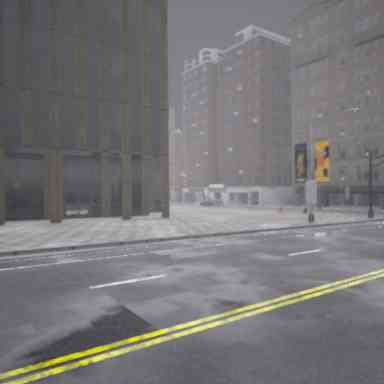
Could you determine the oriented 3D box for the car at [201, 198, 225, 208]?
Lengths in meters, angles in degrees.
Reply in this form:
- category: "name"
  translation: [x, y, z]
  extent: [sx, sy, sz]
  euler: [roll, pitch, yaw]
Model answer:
- category: "car"
  translation: [3.429, 1.839, 55.747]
  extent: [2.128, 1.511, 4.902]
  euler: [-1, 0, -35]
